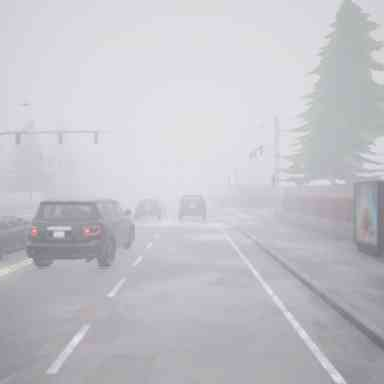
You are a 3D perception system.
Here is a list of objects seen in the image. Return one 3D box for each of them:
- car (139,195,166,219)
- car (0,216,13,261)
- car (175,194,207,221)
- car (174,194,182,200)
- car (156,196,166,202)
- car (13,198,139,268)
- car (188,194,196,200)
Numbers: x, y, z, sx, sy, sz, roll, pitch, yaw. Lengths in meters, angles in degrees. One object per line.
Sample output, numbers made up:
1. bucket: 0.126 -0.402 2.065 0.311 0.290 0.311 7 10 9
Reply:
1. car: -3.427 1.290 27.971 2.097 1.767 4.553 0 0 0
2. car: -7.070 1.545 11.713 1.994 1.385 4.181 0 0 0
3. car: 0.070 1.174 27.243 2.150 2.045 5.566 0 1 1
4. car: -3.491 1.336 86.695 1.882 1.535 5.008 0 0 0
5. car: -6.992 1.474 75.111 1.895 1.301 4.718 0 0 0
6. car: -3.442 1.201 11.345 2.150 2.045 5.566 0 0 0
7. car: 0.009 1.357 86.949 1.837 1.490 4.892 0 0 0
